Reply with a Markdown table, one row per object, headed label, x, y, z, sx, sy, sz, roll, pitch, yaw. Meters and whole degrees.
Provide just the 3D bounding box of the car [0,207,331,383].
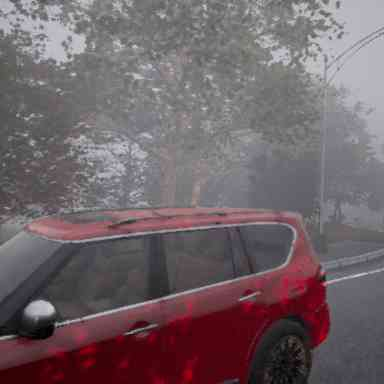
| label | x | y | z | sx | sy | sz | roll | pitch | yaw |
| --- | --- | --- | --- | --- | --- | --- | --- | --- | --- |
| car | -0.893 | 1.219 | 3.364 | 5.566 | 2.045 | 2.150 | 0 | 0 | -36 |
